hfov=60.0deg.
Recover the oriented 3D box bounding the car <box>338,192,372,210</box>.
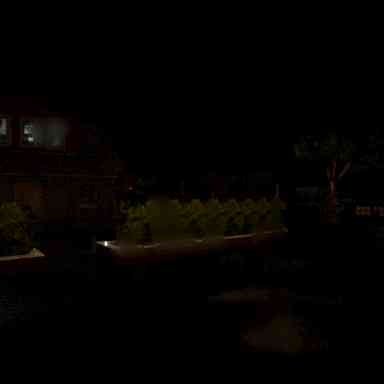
[{"bbox_3d":[17.407,0.985,36.196,3.866,1.878,1.905,0,0,0],"label":"car"}]
